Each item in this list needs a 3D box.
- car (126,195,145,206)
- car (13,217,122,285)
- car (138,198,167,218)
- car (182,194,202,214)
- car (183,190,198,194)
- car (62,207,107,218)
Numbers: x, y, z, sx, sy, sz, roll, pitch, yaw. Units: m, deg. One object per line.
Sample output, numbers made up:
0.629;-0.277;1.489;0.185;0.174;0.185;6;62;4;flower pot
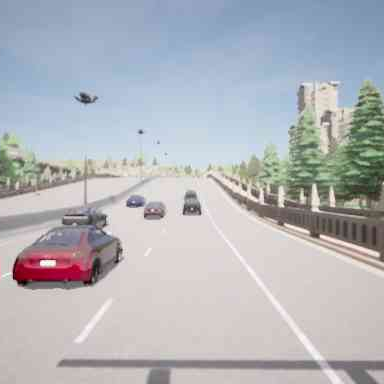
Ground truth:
-7.042;1.002;42.162;1.994;1.385;4.181;0;5;0;car
-3.399;1.670;9.848;1.994;1.385;4.181;0;-1;0;car
-3.486;1.583;31.795;2.033;1.411;5.357;0;2;0;car
-0.001;1.393;34.558;1.882;1.535;5.008;0;2;0;car
-0.168;0.407;48.170;1.837;1.490;4.892;0;6;0;car
-6.935;1.710;21.910;2.128;1.511;4.902;0;0;0;car
